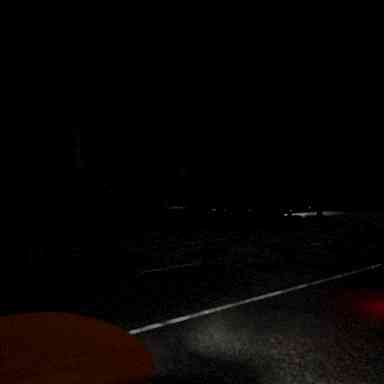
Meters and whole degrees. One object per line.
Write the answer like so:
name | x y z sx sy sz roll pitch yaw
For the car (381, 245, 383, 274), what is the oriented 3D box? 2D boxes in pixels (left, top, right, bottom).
car | 6.698 1.479 8.525 4.892 1.490 1.837 0 0 -36

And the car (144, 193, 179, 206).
car | -4.594 1.120 50.665 2.150 2.045 5.566 0 0 -38

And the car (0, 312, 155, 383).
car | -2.560 1.476 1.910 5.008 1.535 1.882 1 0 -36

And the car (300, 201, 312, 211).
car | 10.898 1.380 36.945 1.837 1.490 4.892 0 0 -39

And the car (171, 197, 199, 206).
car | -1.168 1.482 51.987 1.895 1.301 4.718 0 0 -39

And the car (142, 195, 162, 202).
car | -8.788 1.377 72.875 2.128 1.511 4.902 0 0 -38

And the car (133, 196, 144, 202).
car | -11.295 1.465 70.408 1.895 1.301 4.718 0 0 -38

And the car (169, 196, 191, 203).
car | -2.451 1.449 65.087 1.895 1.301 4.718 0 0 -39

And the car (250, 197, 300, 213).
car | 8.081 1.440 34.864 2.033 1.411 5.357 0 0 -39
